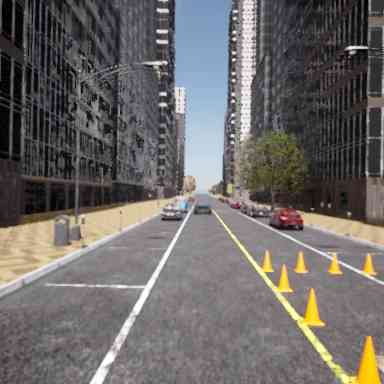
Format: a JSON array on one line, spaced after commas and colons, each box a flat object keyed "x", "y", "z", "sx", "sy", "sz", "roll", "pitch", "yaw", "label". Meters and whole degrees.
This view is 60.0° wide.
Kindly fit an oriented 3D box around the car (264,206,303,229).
[{"x": 6.543, "y": 1.833, "z": 23.306, "sx": 1.802, "sy": 1.307, "sz": 4.206, "roll": 1, "pitch": 0, "yaw": 1, "label": "car"}]

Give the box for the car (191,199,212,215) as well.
[{"x": 1.171, "y": 1.780, "z": 36.572, "sx": 1.994, "sy": 1.385, "sz": 4.181, "roll": 1, "pitch": 0, "yaw": 1, "label": "car"}]

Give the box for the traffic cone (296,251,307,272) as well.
[{"x": 3.249, "y": 2.071, "z": 9.937, "sx": 0.340, "sy": 0.580, "sz": 0.340, "roll": 1, "pitch": 0, "yaw": 1, "label": "traffic cone"}]

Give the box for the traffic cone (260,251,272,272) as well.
[{"x": 2.249, "y": 2.053, "z": 9.961, "sx": 0.340, "sy": 0.580, "sz": 0.340, "roll": 1, "pitch": 0, "yaw": 1, "label": "traffic cone"}]

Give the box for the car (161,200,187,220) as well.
[{"x": -1.696, "y": 1.678, "z": 29.203, "sx": 2.008, "sy": 1.369, "sz": 4.403, "roll": 1, "pitch": 0, "yaw": 1, "label": "car"}]

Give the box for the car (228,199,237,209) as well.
[{"x": 7.231, "y": 1.832, "z": 51.761, "sx": 1.967, "sy": 1.590, "sz": 4.097, "roll": 1, "pitch": 0, "yaw": 1, "label": "car"}]

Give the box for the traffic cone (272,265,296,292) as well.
[{"x": 2.201, "y": 2.041, "z": 7.962, "sx": 0.340, "sy": 0.580, "sz": 0.340, "roll": 1, "pitch": 0, "yaw": 1, "label": "traffic cone"}]

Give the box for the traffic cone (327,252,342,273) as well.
[{"x": 4.248, "y": 2.090, "z": 9.913, "sx": 0.340, "sy": 0.580, "sz": 0.340, "roll": 1, "pitch": 0, "yaw": 1, "label": "traffic cone"}]

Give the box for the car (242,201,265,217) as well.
[{"x": 6.818, "y": 1.864, "z": 34.688, "sx": 2.008, "sy": 1.369, "sz": 4.403, "roll": 1, "pitch": 0, "yaw": 1, "label": "car"}]

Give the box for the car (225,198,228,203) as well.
[{"x": 7.368, "y": 1.857, "z": 57.451, "sx": 1.967, "sy": 1.590, "sz": 4.097, "roll": 1, "pitch": 0, "yaw": 1, "label": "car"}]

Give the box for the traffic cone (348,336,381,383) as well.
[{"x": 2.105, "y": 2.017, "z": 3.964, "sx": 0.340, "sy": 0.580, "sz": 0.340, "roll": 1, "pitch": 0, "yaw": 1, "label": "traffic cone"}]

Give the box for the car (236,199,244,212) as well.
[{"x": 6.954, "y": 1.892, "z": 40.379, "sx": 2.008, "sy": 1.369, "sz": 4.403, "roll": 1, "pitch": 0, "yaw": 1, "label": "car"}]

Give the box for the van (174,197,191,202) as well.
[{"x": -1.418, "y": 1.527, "z": 40.586, "sx": 1.690, "sy": 1.788, "sz": 3.998, "roll": 1, "pitch": 0, "yaw": 1, "label": "van"}]

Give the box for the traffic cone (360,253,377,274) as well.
[{"x": 5.248, "y": 2.108, "z": 9.889, "sx": 0.340, "sy": 0.580, "sz": 0.340, "roll": 1, "pitch": 0, "yaw": 1, "label": "traffic cone"}]

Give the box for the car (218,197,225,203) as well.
[{"x": 7.915, "y": 2.054, "z": 80.214, "sx": 1.887, "sy": 1.381, "sz": 4.507, "roll": 1, "pitch": 0, "yaw": 1, "label": "car"}]

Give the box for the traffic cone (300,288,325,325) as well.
[{"x": 2.153, "y": 2.029, "z": 5.963, "sx": 0.340, "sy": 0.580, "sz": 0.340, "roll": 1, "pitch": 0, "yaw": 1, "label": "traffic cone"}]

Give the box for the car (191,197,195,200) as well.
[{"x": -0.188, "y": 1.938, "z": 91.804, "sx": 1.887, "sy": 1.381, "sz": 4.507, "roll": 1, "pitch": 0, "yaw": 1, "label": "car"}]
